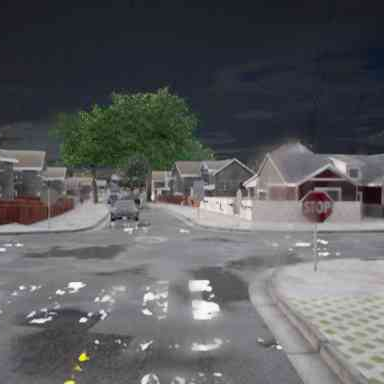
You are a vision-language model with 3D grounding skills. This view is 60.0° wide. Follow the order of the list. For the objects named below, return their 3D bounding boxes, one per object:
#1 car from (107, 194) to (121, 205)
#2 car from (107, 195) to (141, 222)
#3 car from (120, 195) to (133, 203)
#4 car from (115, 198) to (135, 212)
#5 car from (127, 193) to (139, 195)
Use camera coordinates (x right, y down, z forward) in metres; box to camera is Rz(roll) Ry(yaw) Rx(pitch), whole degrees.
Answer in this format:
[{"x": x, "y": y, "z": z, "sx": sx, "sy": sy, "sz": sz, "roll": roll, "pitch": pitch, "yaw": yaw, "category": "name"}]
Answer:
[{"x": -13.831, "y": 1.281, "z": 58.960, "sx": 2.097, "sy": 1.767, "sz": 4.553, "roll": 0, "pitch": 0, "yaw": -17, "category": "car"}, {"x": -5.290, "y": 1.324, "z": 26.337, "sx": 2.097, "sy": 1.767, "sz": 4.553, "roll": 0, "pitch": 0, "yaw": -10, "category": "car"}, {"x": -13.094, "y": 1.397, "z": 66.040, "sx": 2.128, "sy": 1.511, "sz": 4.902, "roll": 0, "pitch": 0, "yaw": -16, "category": "car"}, {"x": -8.029, "y": 1.503, "z": 39.408, "sx": 2.033, "sy": 1.411, "sz": 5.357, "roll": 0, "pitch": 0, "yaw": -15, "category": "car"}, {"x": -10.049, "y": 1.137, "z": 56.143, "sx": 2.150, "sy": 2.045, "sz": 5.566, "roll": 0, "pitch": 0, "yaw": -17, "category": "car"}]
